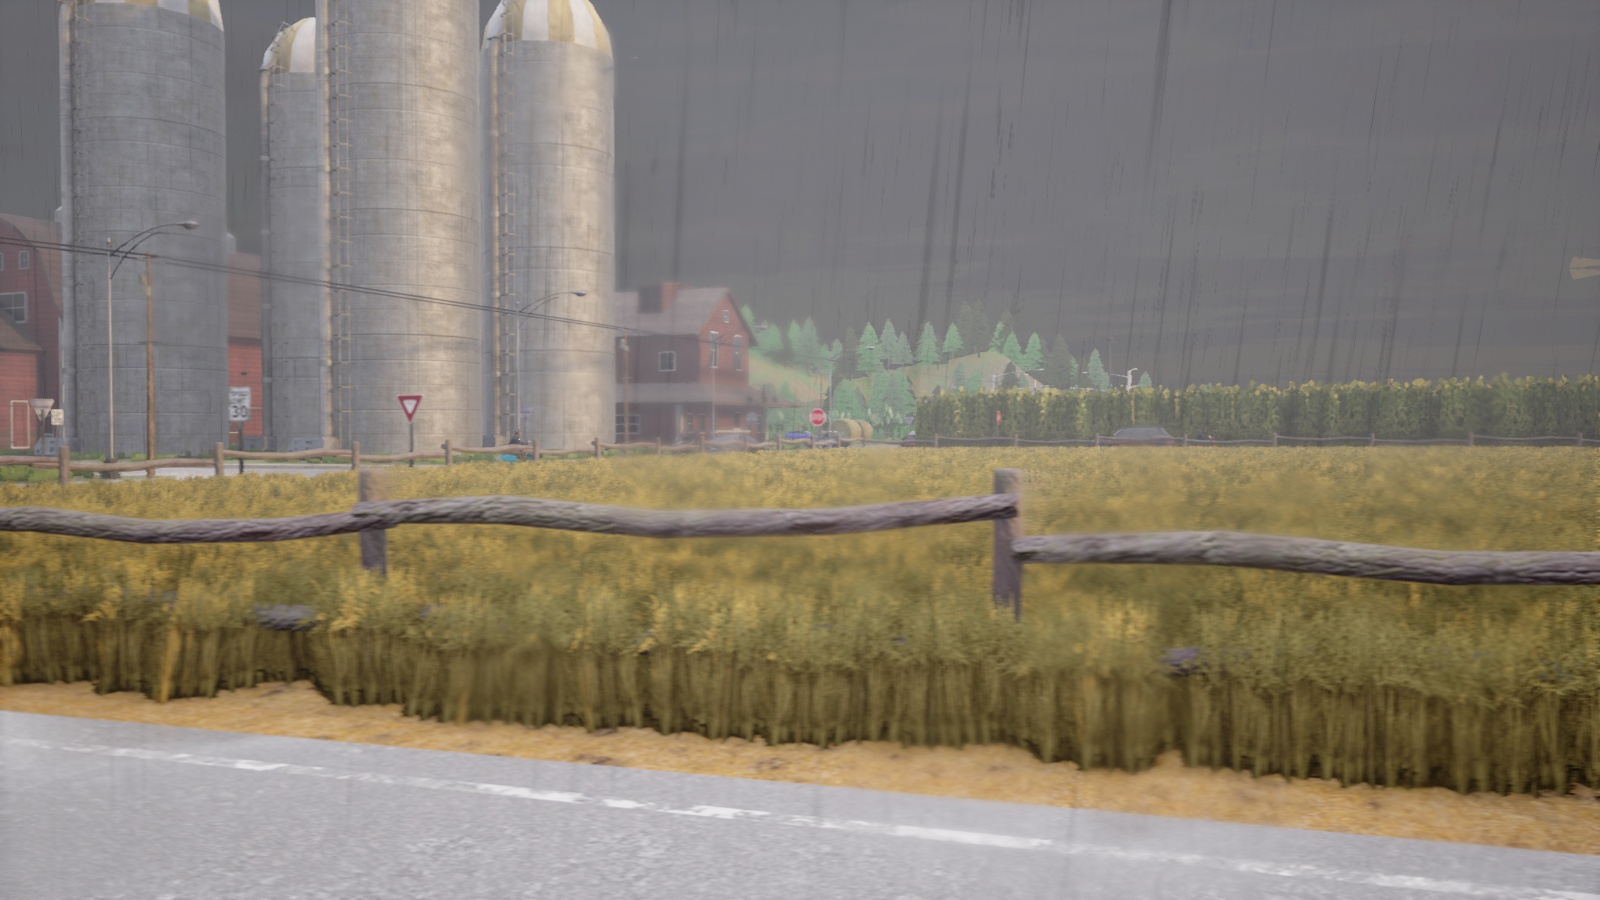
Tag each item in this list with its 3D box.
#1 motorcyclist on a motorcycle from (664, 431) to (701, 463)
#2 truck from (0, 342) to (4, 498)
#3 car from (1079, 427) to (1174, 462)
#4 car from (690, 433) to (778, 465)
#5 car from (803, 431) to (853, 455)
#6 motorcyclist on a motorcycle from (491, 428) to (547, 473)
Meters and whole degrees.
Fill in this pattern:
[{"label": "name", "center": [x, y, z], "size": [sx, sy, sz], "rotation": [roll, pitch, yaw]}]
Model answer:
[{"label": "motorcyclist on a motorcycle", "center": [-5.747, -0.143, 61.387], "size": [0.866, 1.530, 2.191], "rotation": [1, 1, 23]}, {"label": "truck", "center": [-20.470, -0.627, 24.680], "size": [2.891, 3.462, 7.936], "rotation": [1, 1, 22]}, {"label": "car", "center": [17.058, -0.302, 65.565], "size": [4.553, 1.767, 2.097], "rotation": [1, 1, 22]}, {"label": "car", "center": [-3.021, -0.080, 58.869], "size": [2.033, 1.411, 5.357], "rotation": [1, 1, 22]}, {"label": "car", "center": [1.837, -0.488, 80.385], "size": [1.970, 1.475, 3.806], "rotation": [1, 1, 22]}, {"label": "motorcyclist on a motorcycle", "center": [-10.231, 0.010, 45.693], "size": [1.817, 1.590, 0.866], "rotation": [0, -1, -28]}]
